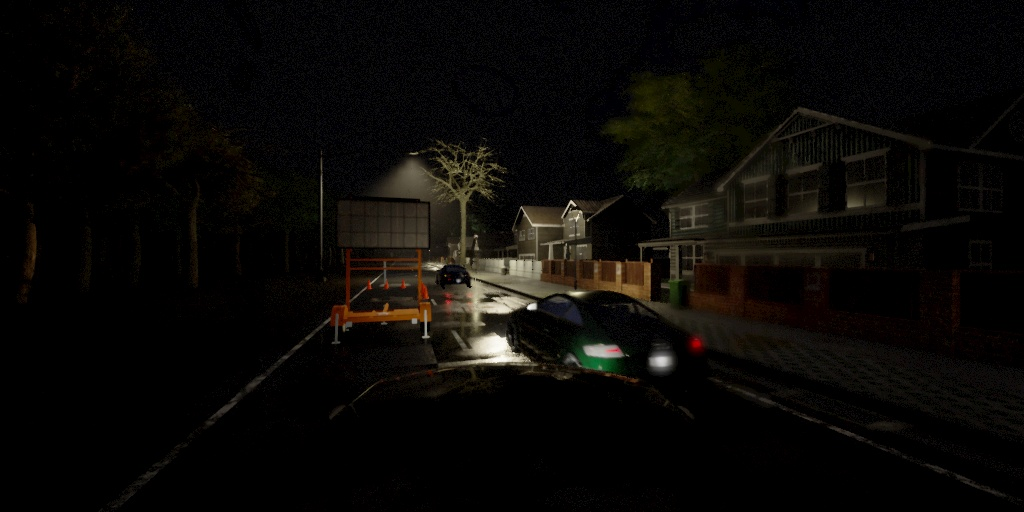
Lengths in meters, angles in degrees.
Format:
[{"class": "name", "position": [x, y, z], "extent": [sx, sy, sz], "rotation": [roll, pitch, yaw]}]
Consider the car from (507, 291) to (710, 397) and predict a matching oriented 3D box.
[{"class": "car", "position": [1.308, 1.314, 6.467], "extent": [1.994, 1.385, 4.181], "rotation": [0, 0, -17]}]

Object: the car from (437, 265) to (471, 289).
[{"class": "car", "position": [-3.855, 1.284, 23.466], "extent": [1.812, 1.442, 4.674], "rotation": [0, 0, -17]}]

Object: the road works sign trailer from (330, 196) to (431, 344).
[{"class": "road works sign trailer", "position": [-3.466, 0.216, 9.799], "extent": [2.380, 3.560, 2.880], "rotation": [0, 0, -17]}]
